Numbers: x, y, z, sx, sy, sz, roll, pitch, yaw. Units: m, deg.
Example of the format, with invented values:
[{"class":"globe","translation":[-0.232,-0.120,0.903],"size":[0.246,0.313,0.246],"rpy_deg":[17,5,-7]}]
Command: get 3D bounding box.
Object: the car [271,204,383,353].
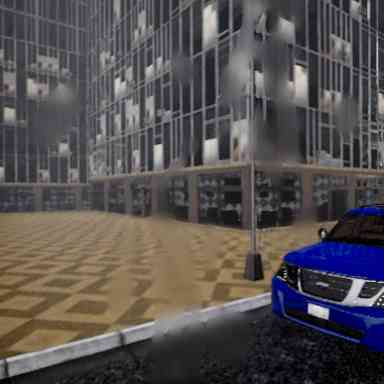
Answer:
[{"class":"car","translation":[3.886,1.266,6.160],"size":[5.566,2.045,2.150],"rpy_deg":[0,0,-38]}]
